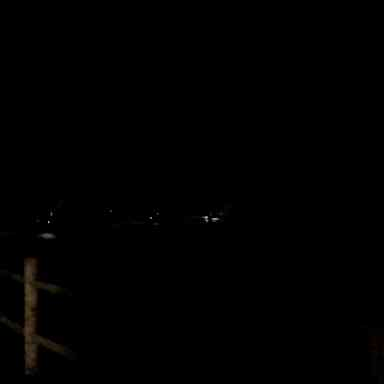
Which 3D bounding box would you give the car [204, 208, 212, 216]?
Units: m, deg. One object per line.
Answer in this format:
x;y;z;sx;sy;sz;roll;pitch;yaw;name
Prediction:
3.667;2.183;39.991;2.033;1.411;5.357;-1;-1;37;car

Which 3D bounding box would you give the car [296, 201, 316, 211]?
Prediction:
19.420;2.347;56.668;2.097;1.767;4.553;-1;-1;37;car

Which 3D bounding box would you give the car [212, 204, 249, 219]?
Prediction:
4.447;2.088;36.096;1.812;1.442;4.674;-1;-1;36;car

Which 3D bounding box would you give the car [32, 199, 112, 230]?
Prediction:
-8.293;1.515;23.576;2.150;2.045;5.566;-1;-1;36;car

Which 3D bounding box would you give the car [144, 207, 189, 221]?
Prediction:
-2.392;2.063;31.685;1.895;1.301;4.718;-1;-1;36;car
